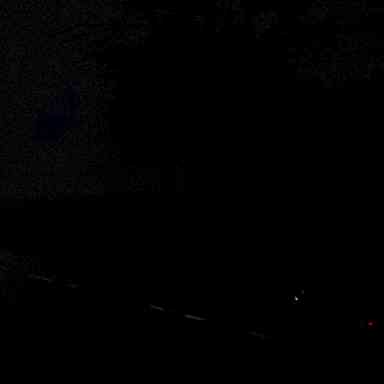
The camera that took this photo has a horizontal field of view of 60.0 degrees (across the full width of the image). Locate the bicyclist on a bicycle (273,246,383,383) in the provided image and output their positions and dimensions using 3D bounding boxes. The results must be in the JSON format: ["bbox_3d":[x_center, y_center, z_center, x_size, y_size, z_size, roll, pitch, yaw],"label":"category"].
[{"bbox_3d":[1.711,1.463,3.802,1.656,1.620,0.582,-1,0,36],"label":"bicyclist on a bicycle"}]
